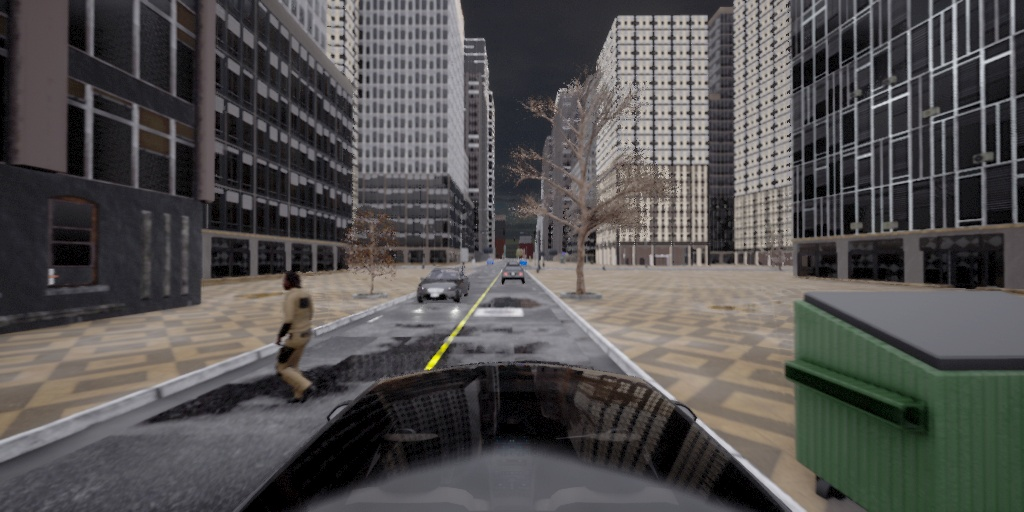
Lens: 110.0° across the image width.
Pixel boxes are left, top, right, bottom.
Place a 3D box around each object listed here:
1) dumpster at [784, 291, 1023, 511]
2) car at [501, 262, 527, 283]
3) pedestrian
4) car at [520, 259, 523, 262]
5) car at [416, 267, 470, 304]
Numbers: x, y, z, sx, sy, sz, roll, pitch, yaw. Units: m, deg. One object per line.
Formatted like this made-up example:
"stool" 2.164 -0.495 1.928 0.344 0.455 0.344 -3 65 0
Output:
"dumpster" 3.135 1.154 3.505 1.020 1.700 1.940 0 0 0
"car" 0.093 1.427 29.716 2.033 1.411 5.357 0 0 0
"pedestrian" -2.932 1.058 4.864 0.375 1.860 0.375 0 -1 -1
"car" 0.103 1.428 45.075 1.882 1.535 5.008 0 0 0
"car" -3.101 1.312 16.906 2.128 1.511 4.902 0 0 0
